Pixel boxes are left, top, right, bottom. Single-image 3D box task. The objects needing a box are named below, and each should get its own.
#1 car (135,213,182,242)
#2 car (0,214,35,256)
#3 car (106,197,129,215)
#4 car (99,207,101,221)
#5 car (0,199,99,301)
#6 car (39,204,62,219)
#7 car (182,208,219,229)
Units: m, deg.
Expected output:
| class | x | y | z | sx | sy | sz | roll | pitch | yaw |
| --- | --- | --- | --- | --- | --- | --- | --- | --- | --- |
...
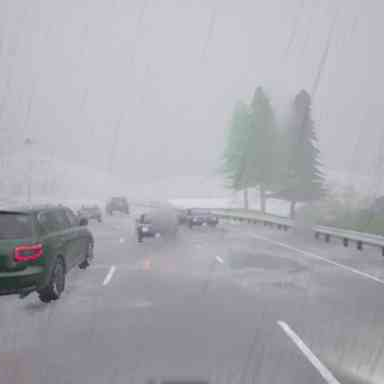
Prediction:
| class | x | y | z | sx | sy | sz | roll | pitch | yaw |
| --- | --- | --- | --- | --- | --- | --- | --- | --- | --- |
| car | -1.983 | 1.743 | 17.362 | 1.895 | 1.301 | 4.718 | 0 | 0 | -12 |
| car | -8.453 | 1.769 | 14.314 | 1.895 | 1.301 | 4.718 | 0 | 0 | -10 |
| car | -8.897 | 1.575 | 39.455 | 2.150 | 2.045 | 5.566 | 0 | 0 | -20 |
| car | -9.052 | 1.772 | 29.275 | 2.128 | 1.511 | 4.902 | 0 | 0 | -19 |
| car | -4.079 | 1.315 | 8.554 | 2.150 | 2.045 | 5.566 | 0 | 0 | -6 |
| car | -14.485 | 1.959 | 34.304 | 1.895 | 1.301 | 4.718 | 0 | 0 | -20 |
| car | 0.226 | 1.767 | 22.999 | 1.895 | 1.301 | 4.718 | 0 | 0 | -15 |
